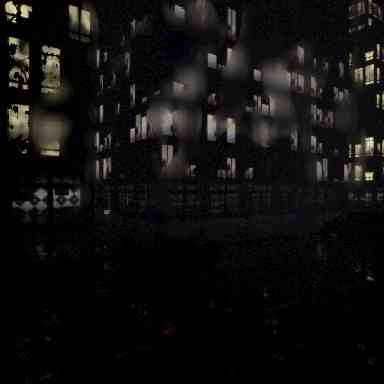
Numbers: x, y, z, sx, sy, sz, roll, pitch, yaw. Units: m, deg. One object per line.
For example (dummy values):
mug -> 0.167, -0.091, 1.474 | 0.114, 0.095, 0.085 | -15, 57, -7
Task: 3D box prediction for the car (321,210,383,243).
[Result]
car -> 8.140, 1.563, 16.226 | 4.313, 1.339, 1.947 | 0, 0, -36
